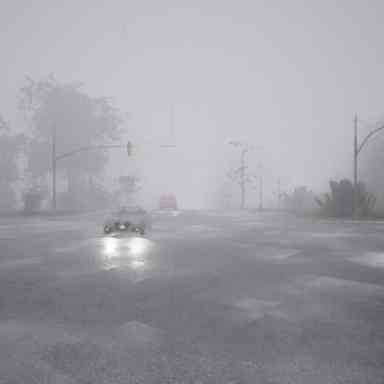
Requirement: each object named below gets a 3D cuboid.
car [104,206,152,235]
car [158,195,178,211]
[{"bbox_3d":[-3.308,1.455,17.780,1.994,1.385,4.181,0,0,0],"label":"car"},{"bbox_3d":[-3.062,1.383,42.585,2.150,2.045,5.566,0,0,-1],"label":"car"}]
